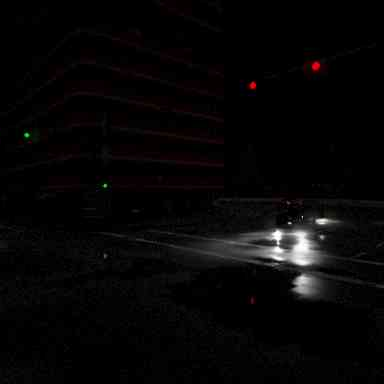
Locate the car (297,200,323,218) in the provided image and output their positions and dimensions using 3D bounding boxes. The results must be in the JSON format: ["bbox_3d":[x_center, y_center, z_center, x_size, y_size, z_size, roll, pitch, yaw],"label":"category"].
[{"bbox_3d":[10.913,1.469,30.646,1.882,1.535,5.008,0,0,17],"label":"car"}]

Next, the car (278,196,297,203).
[{"bbox_3d":[12.633,1.372,42.980,2.097,1.767,4.553,0,0,-1],"label":"car"}]

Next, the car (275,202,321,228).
[{"bbox_3d":[7.034,1.586,22.158,1.895,1.301,4.718,0,0,30],"label":"car"}]
